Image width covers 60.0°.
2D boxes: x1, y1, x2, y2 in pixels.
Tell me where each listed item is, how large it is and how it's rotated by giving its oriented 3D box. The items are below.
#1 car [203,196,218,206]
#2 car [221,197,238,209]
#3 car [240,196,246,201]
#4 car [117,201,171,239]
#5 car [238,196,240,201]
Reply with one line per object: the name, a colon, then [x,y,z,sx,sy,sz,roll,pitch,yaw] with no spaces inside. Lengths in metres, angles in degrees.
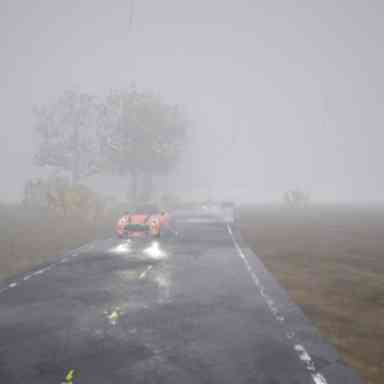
car: [3.260,1.499,58.702,2.097,1.767,4.553,0,0,12]
car: [5.147,1.604,47.025,1.882,1.535,5.008,0,0,10]
car: [12.009,1.605,81.236,1.895,1.301,4.718,0,0,18]
car: [-2.428,1.398,17.692,2.097,1.767,4.553,0,0,4]
car: [7.628,1.670,64.826,1.837,1.490,4.892,0,0,14]
